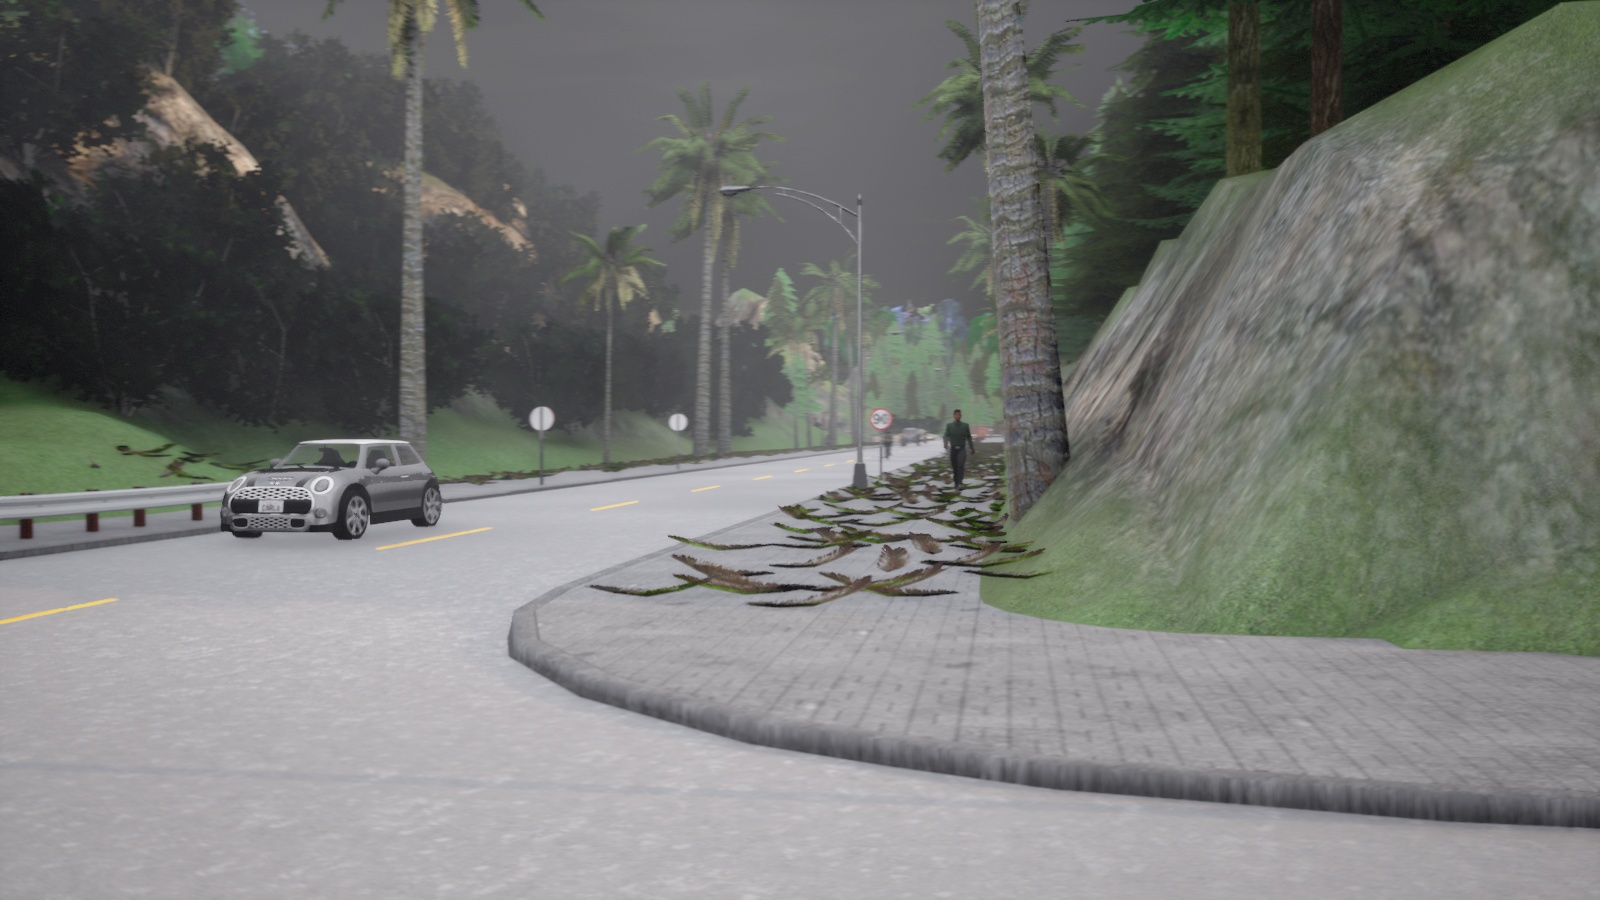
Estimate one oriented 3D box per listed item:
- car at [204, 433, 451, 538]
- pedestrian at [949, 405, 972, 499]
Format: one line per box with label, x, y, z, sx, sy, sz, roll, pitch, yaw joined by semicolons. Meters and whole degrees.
car;-7.238;0.474;19.690;1.970;1.475;3.806;0;1;10
pedestrian;3.383;0.034;26.423;0.423;1.949;0.788;0;1;10
